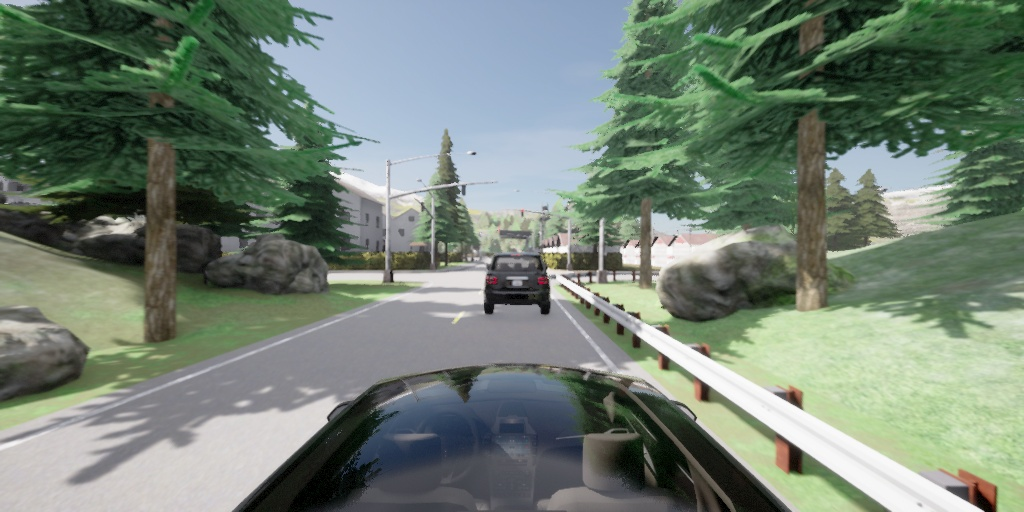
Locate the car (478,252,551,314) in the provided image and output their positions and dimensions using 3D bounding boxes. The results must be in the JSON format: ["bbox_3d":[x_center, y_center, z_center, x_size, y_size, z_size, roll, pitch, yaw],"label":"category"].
[{"bbox_3d":[0.185,0.879,13.339,2.150,2.045,5.566,0,0,1],"label":"car"}]
